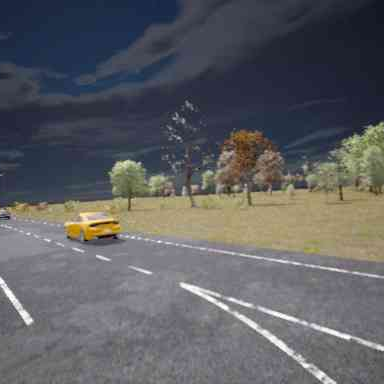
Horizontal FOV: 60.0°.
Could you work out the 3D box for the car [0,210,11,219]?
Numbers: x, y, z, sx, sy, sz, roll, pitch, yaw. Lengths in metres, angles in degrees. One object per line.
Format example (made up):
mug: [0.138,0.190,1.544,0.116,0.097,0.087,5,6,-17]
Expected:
car: [-29.129,3.550,51.012,2.033,1.411,5.357,-3,0,-36]

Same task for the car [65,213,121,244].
car: [-5.750,1.914,18.864,1.882,1.535,5.008,-3,0,-36]
